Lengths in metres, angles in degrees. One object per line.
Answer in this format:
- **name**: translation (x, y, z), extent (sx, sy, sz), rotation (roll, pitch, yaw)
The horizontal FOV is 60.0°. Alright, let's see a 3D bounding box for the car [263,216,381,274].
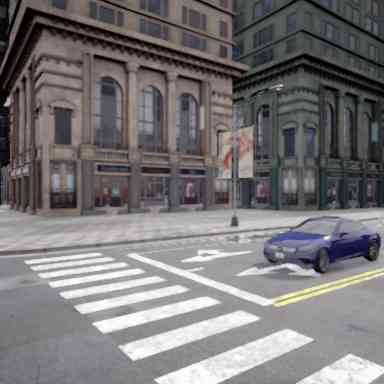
- **car**: translation (4.360, 1.532, 10.771), extent (4.674, 1.442, 1.812), rotation (0, 0, -36)
